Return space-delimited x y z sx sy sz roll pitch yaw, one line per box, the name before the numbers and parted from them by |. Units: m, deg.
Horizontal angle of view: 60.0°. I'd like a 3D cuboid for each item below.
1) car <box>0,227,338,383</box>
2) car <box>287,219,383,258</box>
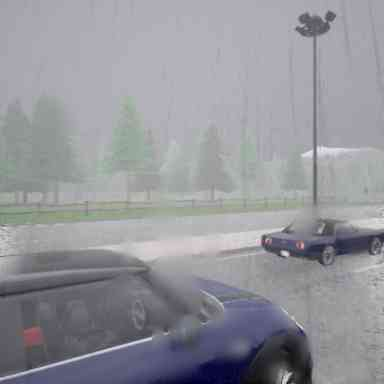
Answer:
car | -0.929 1.349 3.082 4.553 1.767 2.097 0 0 -36
car | 4.627 1.567 11.350 4.718 1.301 1.895 0 0 -36
